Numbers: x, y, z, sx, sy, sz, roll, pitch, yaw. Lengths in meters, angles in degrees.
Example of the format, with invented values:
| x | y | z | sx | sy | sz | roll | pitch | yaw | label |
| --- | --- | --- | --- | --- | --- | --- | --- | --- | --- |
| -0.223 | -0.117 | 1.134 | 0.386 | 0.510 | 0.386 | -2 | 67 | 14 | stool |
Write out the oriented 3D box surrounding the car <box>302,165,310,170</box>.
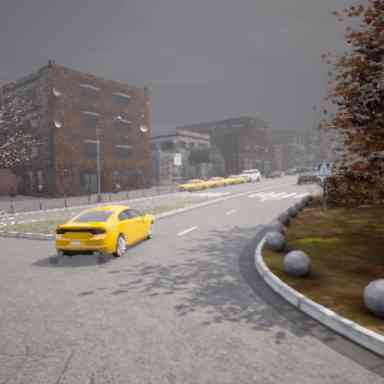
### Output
| x | y | z | sx | sy | sz | roll | pitch | yaw | label |
| --- | --- | --- | --- | --- | --- | --- | --- | --- | --- |
| 25.649 | -5.275 | 79.715 | 2.435 | 2.045 | 5.566 | 0 | 5 | 35 | car |

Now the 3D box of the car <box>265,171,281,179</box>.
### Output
| x | y | z | sx | sy | sz | roll | pitch | yaw | label |
| --- | --- | --- | --- | --- | --- | --- | --- | --- | --- |
| 16.150 | -3.461 | 66.248 | 2.163 | 1.488 | 4.792 | 0 | 5 | 35 | car |

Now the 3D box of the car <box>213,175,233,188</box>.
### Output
| x | y | z | sx | sy | sz | roll | pitch | yaw | label |
| --- | --- | --- | --- | --- | --- | --- | --- | --- | --- |
| 3.307 | -1.422 | 48.033 | 1.946 | 1.575 | 5.366 | 0 | 5 | 35 | car |

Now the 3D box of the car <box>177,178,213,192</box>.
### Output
| x | y | z | sx | sy | sz | roll | pitch | yaw | label |
| --- | --- | --- | --- | --- | --- | --- | --- | --- | --- |
| 0.129 | -0.908 | 43.545 | 1.946 | 1.575 | 5.366 | 0 | 5 | 35 | car |

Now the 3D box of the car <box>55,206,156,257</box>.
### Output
| x | y | z | sx | sy | sz | roll | pitch | yaw | label |
| --- | --- | --- | --- | --- | --- | --- | --- | --- | --- |
| -2.853 | 1.235 | 12.037 | 1.882 | 1.535 | 5.008 | -2 | 2 | 12 | car |

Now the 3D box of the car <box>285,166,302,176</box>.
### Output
| x | y | z | sx | sy | sz | roll | pitch | yaw | label |
| --- | --- | --- | --- | --- | --- | --- | --- | --- | --- |
| 22.514 | -4.516 | 75.266 | 2.231 | 1.521 | 4.892 | 0 | 5 | 35 | car |

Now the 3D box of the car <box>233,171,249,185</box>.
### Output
| x | y | z | sx | sy | sz | roll | pitch | yaw | label |
| --- | --- | --- | --- | --- | --- | --- | --- | --- | --- |
| 6.477 | -1.933 | 52.529 | 1.946 | 1.575 | 5.366 | 0 | 5 | 35 | car |

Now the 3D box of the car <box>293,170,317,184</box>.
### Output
| x | y | z | sx | sy | sz | roll | pitch | yaw | label |
| --- | --- | --- | --- | --- | --- | --- | --- | --- | --- |
| 15.833 | -1.892 | 45.337 | 1.837 | 1.490 | 4.892 | -1 | 3 | 36 | car |

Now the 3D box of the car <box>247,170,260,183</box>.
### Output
| x | y | z | sx | sy | sz | roll | pitch | yaw | label |
| --- | --- | --- | --- | --- | --- | --- | --- | --- | --- |
| 9.799 | -2.718 | 57.236 | 2.435 | 2.045 | 5.566 | -1 | 5 | 35 | car |

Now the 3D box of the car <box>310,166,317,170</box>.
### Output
| x | y | z | sx | sy | sz | roll | pitch | yaw | label |
| --- | --- | --- | --- | --- | --- | --- | --- | --- | --- |
| 31.025 | -5.895 | 87.431 | 2.231 | 1.521 | 4.892 | 0 | 5 | 36 | car |
